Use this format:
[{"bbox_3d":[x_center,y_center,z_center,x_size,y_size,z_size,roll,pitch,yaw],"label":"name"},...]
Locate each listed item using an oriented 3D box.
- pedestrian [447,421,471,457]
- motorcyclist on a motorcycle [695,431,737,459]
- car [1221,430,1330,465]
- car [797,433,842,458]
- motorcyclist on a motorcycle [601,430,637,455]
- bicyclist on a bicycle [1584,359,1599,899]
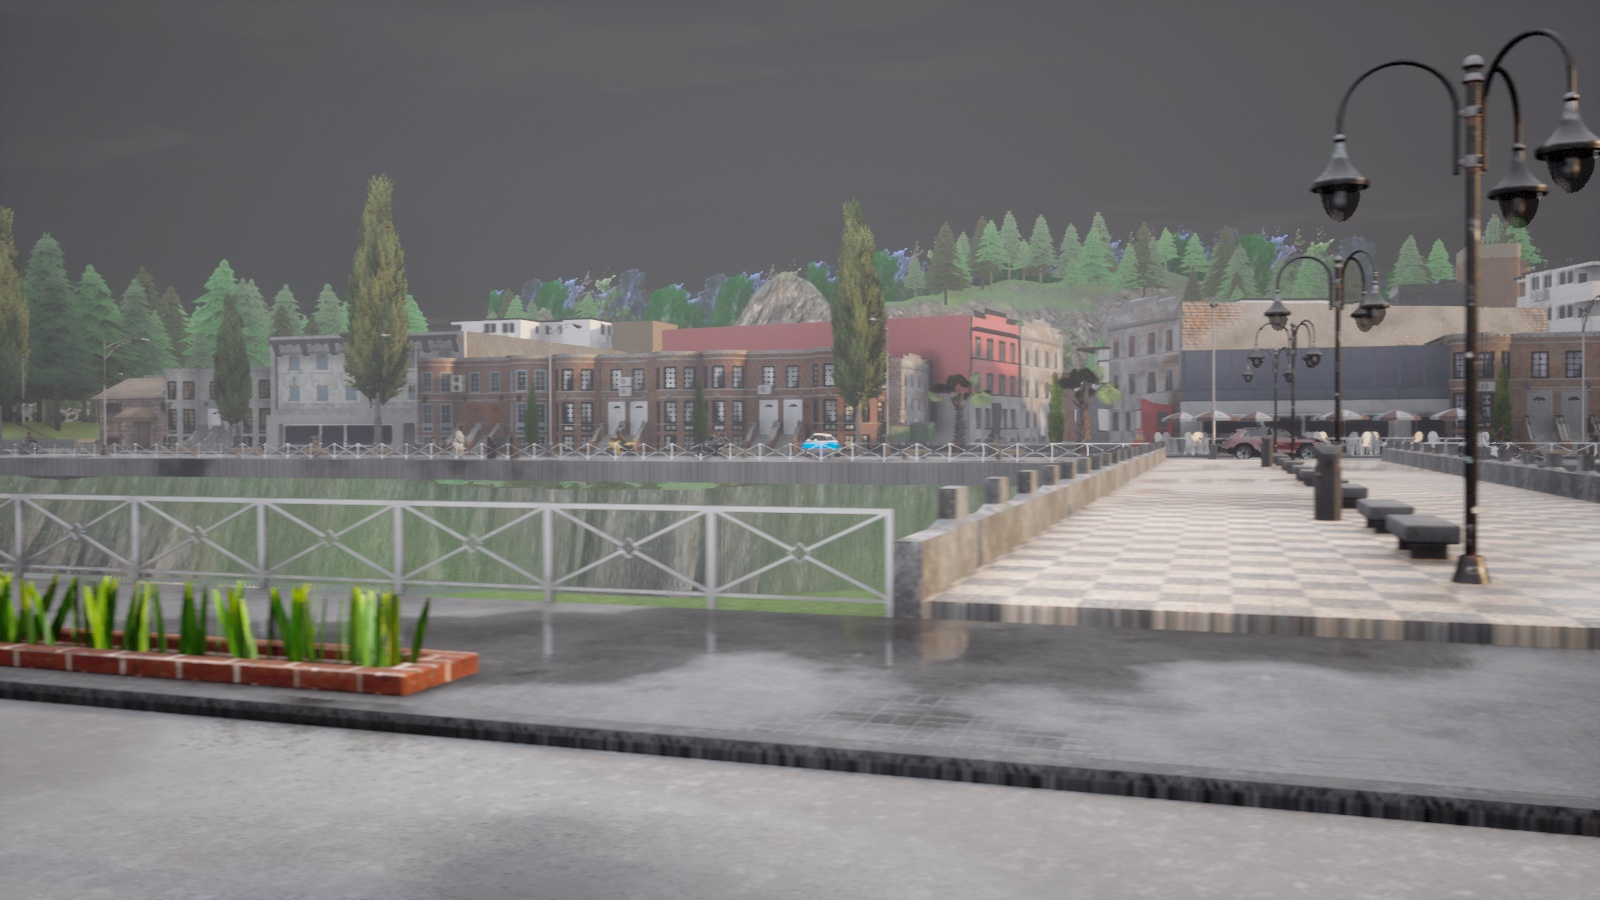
[{"bbox_3d":[-17.925,-0.589,66.078,0.900,1.855,0.874,0,1,15],"label":"pedestrian"},{"bbox_3d":[-4.685,-0.283,70.361,2.191,1.530,0.866,1,1,19],"label":"motorcyclist on a motorcycle"},{"bbox_3d":[23.036,-0.134,61.042,4.856,1.649,2.033,1,1,19],"label":"car"},{"bbox_3d":[1.136,-0.277,72.623,2.207,1.376,1.481,1,1,19],"label":"car"},{"bbox_3d":[-11.077,-0.462,76.727,2.044,1.523,0.797,1,1,19],"label":"motorcyclist on a motorcycle"},{"bbox_3d":[2.875,0.664,2.752,1.843,1.776,0.659,1,1,19],"label":"bicyclist on a bicycle"}]
